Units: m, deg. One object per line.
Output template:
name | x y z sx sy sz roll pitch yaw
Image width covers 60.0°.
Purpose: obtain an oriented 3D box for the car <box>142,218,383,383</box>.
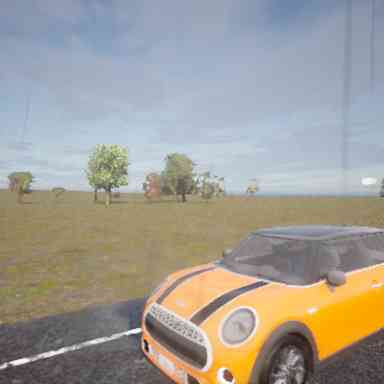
car | 1.536 1.352 5.087 4.553 1.767 2.097 0 0 -35
